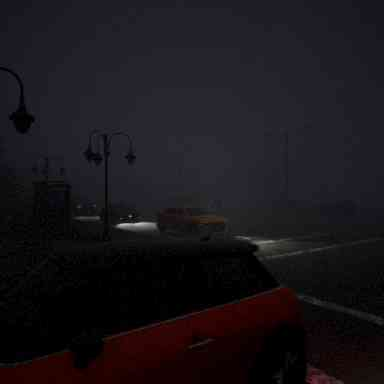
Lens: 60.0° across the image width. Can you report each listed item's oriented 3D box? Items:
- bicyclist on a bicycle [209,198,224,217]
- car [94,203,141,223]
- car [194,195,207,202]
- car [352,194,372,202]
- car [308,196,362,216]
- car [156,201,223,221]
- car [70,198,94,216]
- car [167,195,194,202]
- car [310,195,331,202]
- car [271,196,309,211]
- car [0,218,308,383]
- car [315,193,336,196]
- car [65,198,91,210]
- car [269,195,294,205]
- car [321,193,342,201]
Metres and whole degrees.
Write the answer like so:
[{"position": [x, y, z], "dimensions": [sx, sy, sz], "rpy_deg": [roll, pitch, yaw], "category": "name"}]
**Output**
[{"position": [2.055, 1.313, 27.908], "dimensions": [1.656, 1.620, 0.582], "rpy_deg": [0, 0, -36], "category": "bicyclist on a bicycle"}, {"position": [-5.655, 1.578, 25.801], "dimensions": [1.994, 1.385, 4.181], "rpy_deg": [0, 0, -36], "category": "car"}, {"position": [0.332, 1.341, 53.167], "dimensions": [2.152, 1.636, 5.027], "rpy_deg": [0, 0, -36], "category": "car"}, {"position": [33.158, 1.102, 66.192], "dimensions": [1.932, 1.855, 4.605], "rpy_deg": [0, 0, -36], "category": "car"}, {"position": [12.913, 1.384, 30.102], "dimensions": [1.845, 1.501, 3.633], "rpy_deg": [0, 0, -36], "category": "car"}, {"position": [-0.152, 1.491, 18.218], "dimensions": [1.882, 1.535, 5.008], "rpy_deg": [0, 0, -36], "category": "car"}, {"position": [-11.071, 1.366, 33.266], "dimensions": [2.097, 1.767, 4.553], "rpy_deg": [0, 0, -36], "category": "car"}, {"position": [-2.193, 1.350, 51.305], "dimensions": [2.007, 1.523, 4.514], "rpy_deg": [0, 0, -36], "category": "car"}, {"position": [28.209, 1.365, 73.077], "dimensions": [1.970, 1.475, 3.806], "rpy_deg": [0, 0, -36], "category": "car"}, {"position": [11.037, 1.394, 37.876], "dimensions": [1.970, 1.475, 3.806], "rpy_deg": [0, 0, -36], "category": "car"}, {"position": [-0.936, 1.351, 3.323], "dimensions": [4.553, 1.767, 2.097], "rpy_deg": [0, 0, -35], "category": "car"}, {"position": [22.598, 1.305, 59.547], "dimensions": [2.007, 1.523, 4.514], "rpy_deg": [0, 0, -36], "category": "car"}, {"position": [-15.534, 1.539, 45.295], "dimensions": [1.812, 1.442, 4.674], "rpy_deg": [0, 0, -40], "category": "car"}, {"position": [14.433, 1.328, 53.786], "dimensions": [1.845, 1.501, 3.633], "rpy_deg": [0, 0, -36], "category": "car"}, {"position": [31.272, 1.081, 74.507], "dimensions": [1.905, 1.878, 3.866], "rpy_deg": [0, 0, -36], "category": "car"}]
